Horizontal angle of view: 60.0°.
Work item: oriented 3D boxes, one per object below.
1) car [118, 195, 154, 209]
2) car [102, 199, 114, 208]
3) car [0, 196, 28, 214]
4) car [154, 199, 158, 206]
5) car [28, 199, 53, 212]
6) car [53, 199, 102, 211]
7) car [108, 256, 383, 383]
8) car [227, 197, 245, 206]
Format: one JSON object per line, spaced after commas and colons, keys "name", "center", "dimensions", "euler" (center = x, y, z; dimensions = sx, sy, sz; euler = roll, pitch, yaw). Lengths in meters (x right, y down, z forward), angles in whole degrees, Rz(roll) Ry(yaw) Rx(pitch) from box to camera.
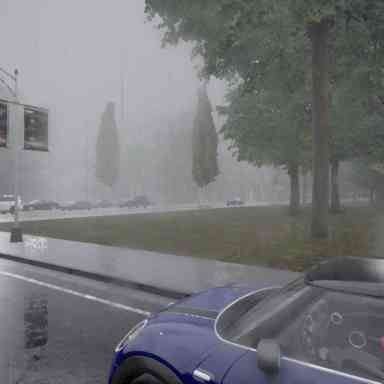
{"name": "car", "center": [-9.113, 1.515, 52.615], "dimensions": [2.150, 2.045, 5.566], "euler": [0, 0, 36]}
{"name": "car", "center": [-14.077, 1.837, 51.192], "dimensions": [1.994, 1.385, 4.181], "euler": [0, 0, 35]}
{"name": "car", "center": [-21.065, 1.399, 35.546], "dimensions": [2.150, 2.045, 5.566], "euler": [0, 0, 34]}
{"name": "car", "center": [-8.131, 1.836, 59.636], "dimensions": [2.128, 1.511, 4.902], "euler": [0, 0, 36]}
{"name": "car", "center": [-19.759, 1.695, 43.073], "dimensions": [1.882, 1.535, 5.008], "euler": [0, 0, 35]}
{"name": "car", "center": [-15.102, 1.778, 44.062], "dimensions": [2.033, 1.411, 5.357], "euler": [0, 0, 35]}
{"name": "car", "center": [1.416, 1.352, 2.679], "dimensions": [4.553, 1.767, 2.097], "euler": [0, 0, 36]}
{"name": "car", "center": [8.809, 1.818, 66.574], "dimensions": [2.097, 1.767, 4.553], "euler": [0, -1, 35]}
